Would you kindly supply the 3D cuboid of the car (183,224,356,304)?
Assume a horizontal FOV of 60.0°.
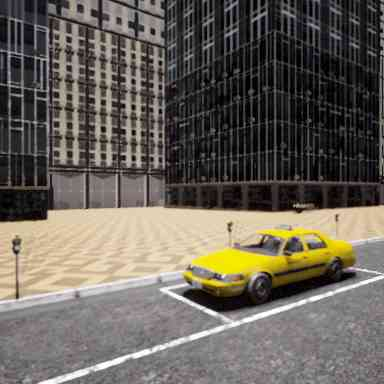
[{"bbox_3d":[2.066,1.495,8.037,4.829,1.417,1.752,0,0,-36],"label":"car"}]
